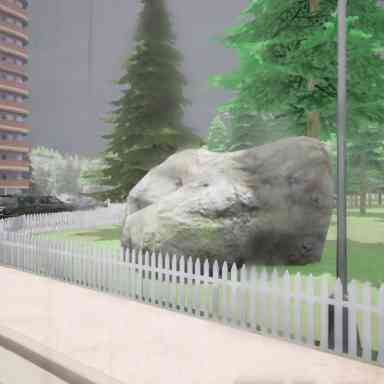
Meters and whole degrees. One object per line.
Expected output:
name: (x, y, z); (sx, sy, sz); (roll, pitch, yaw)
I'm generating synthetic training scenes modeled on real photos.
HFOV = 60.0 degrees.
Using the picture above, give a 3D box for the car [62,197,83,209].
car: (-16.446, 1.449, 45.900); (1.837, 1.490, 4.892); (0, 0, -8)

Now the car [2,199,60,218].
car: (-14.466, 1.422, 30.220); (1.882, 1.535, 5.008); (0, 0, 15)

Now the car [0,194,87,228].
car: (-9.981, 1.166, 21.944); (2.150, 2.045, 5.566); (0, 0, 26)

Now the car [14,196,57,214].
car: (-16.727, 1.297, 35.864); (2.097, 1.767, 4.553); (0, 0, 8)
